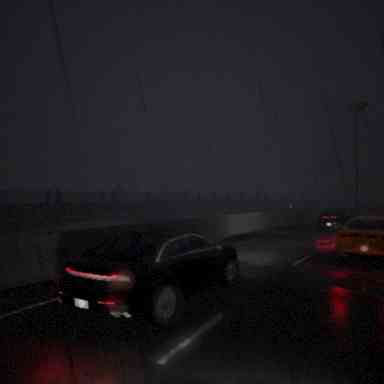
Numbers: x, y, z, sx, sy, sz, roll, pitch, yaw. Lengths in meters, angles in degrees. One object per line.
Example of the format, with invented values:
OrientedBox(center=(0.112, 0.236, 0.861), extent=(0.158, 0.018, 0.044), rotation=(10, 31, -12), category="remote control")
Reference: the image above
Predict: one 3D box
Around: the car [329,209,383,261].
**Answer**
OrientedBox(center=(6.724, 1.613, 12.311), extent=(1.882, 1.535, 5.008), rotation=(0, -1, 35), category="car")

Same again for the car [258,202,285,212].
OrientedBox(center=(10.319, 1.986, 42.519), extent=(4.181, 1.385, 1.994), rotation=(1, -1, -41), category="car")

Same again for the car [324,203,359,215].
OrientedBox(center=(17.974, 2.024, 39.875), extent=(4.718, 1.301, 1.895), rotation=(1, -1, -39), category="car")

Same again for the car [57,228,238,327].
OrientedBox(center=(-0.548, 1.558, 7.331), extent=(2.128, 1.511, 4.902), rotation=(0, -1, 29), category="car")

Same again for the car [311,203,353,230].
OrientedBox(center=(9.888, 1.739, 22.066), extent=(1.837, 1.490, 4.892), rotation=(-1, -1, 41), category="car")

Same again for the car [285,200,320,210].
OrientedBox(center=(13.973, 1.773, 41.071), extent=(4.553, 1.767, 2.097), rotation=(1, -1, -40), category="car")
